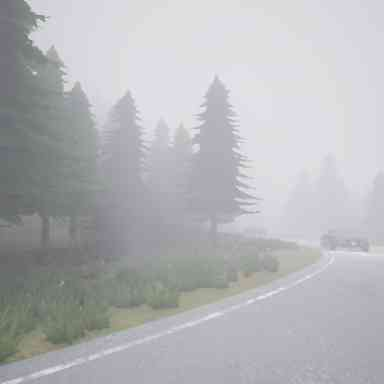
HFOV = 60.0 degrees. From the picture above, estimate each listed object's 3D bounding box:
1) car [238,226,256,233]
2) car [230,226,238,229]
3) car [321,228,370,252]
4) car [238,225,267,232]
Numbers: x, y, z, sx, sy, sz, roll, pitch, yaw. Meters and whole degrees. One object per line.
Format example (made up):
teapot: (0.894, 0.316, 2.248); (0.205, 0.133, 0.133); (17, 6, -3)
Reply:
car: (12.613, 8.631, 76.214); (1.812, 1.442, 4.674); (0, -6, 40)
car: (7.471, 6.516, 56.683); (2.033, 1.411, 5.357); (1, -6, 5)
car: (9.417, 2.923, 20.702); (1.994, 1.385, 4.181); (2, -6, 10)
car: (8.698, 5.430, 46.623); (1.882, 1.535, 5.008); (2, -6, -14)
